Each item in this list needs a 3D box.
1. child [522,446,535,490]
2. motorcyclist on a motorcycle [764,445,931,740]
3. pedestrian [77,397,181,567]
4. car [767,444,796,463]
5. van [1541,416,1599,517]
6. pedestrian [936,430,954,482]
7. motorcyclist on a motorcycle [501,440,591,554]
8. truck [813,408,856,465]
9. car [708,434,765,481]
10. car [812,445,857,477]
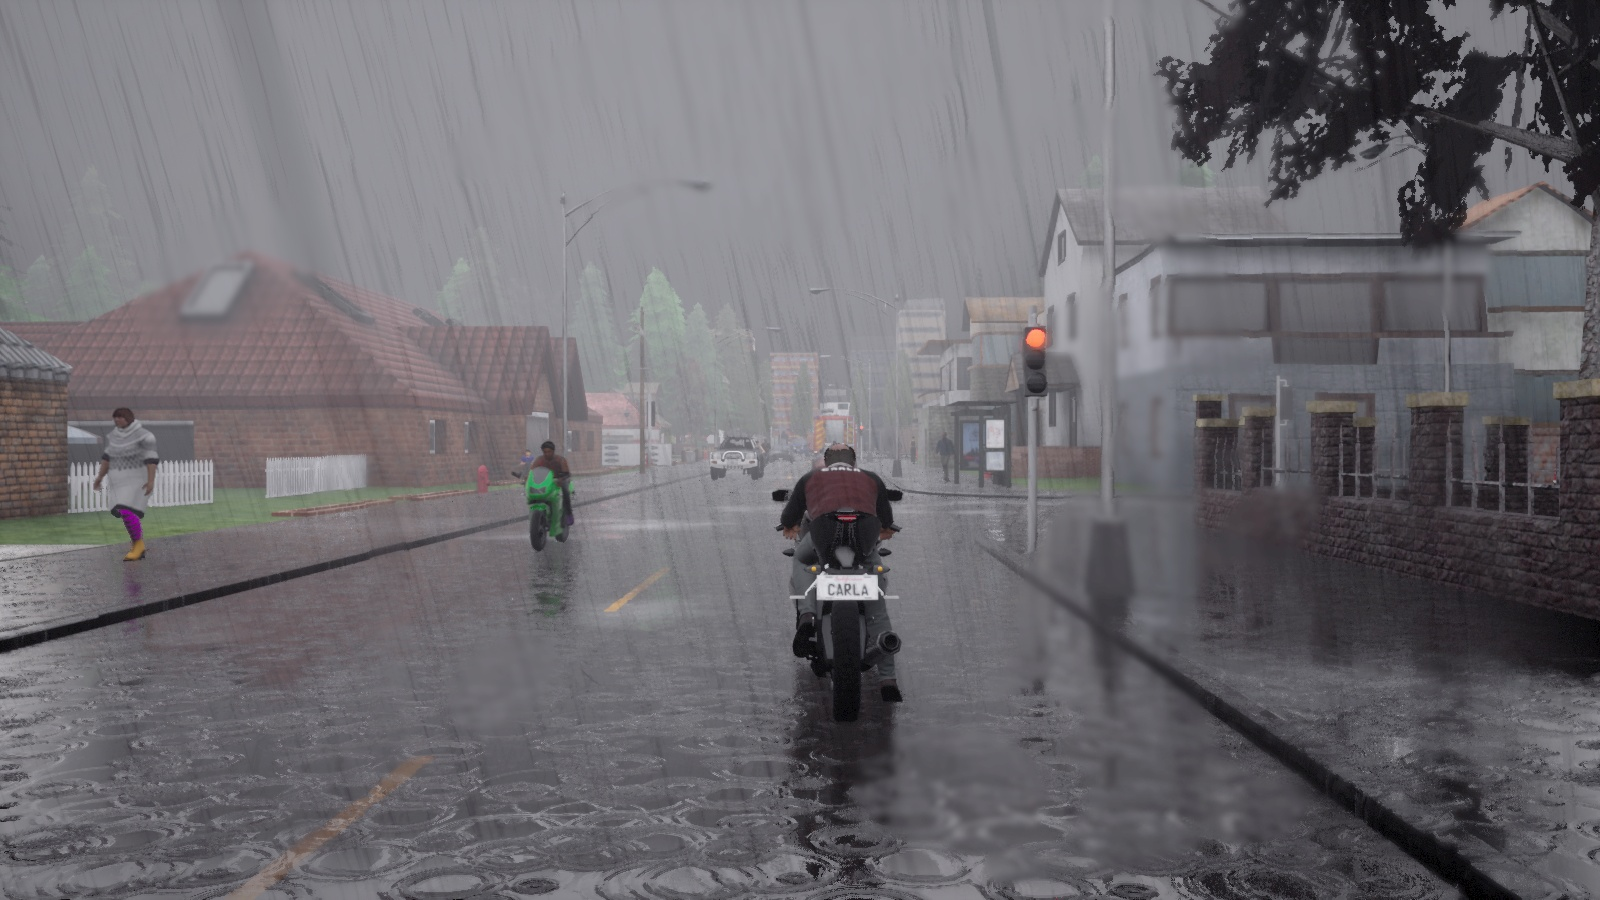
[{"bbox_3d":[-7.890,0.524,36.481,0.270,1.263,0.437,0,0,0],"label":"child"},{"bbox_3d":[0.244,0.739,7.623,0.866,1.530,2.191,0,0,0],"label":"motorcyclist on a motorcycle"},{"bbox_3d":[-7.940,0.365,14.890,0.659,1.952,0.873,0,0,15],"label":"pedestrian"},{"bbox_3d":[-1.370,0.253,95.680,2.033,1.411,5.357,0,0,2],"label":"car"},{"bbox_3d":[18.371,0.336,26.301,4.480,2.038,2.069,0,0,-1],"label":"van"},{"bbox_3d":[5.169,0.208,44.746,0.402,1.842,0.726,0,0,26],"label":"pedestrian"},{"bbox_3d":[-3.566,0.625,17.833,0.797,1.523,2.044,0,0,2],"label":"motorcyclist on a motorcycle"},{"bbox_3d":[2.443,-0.918,88.847,2.891,3.827,8.468,0,0,1],"label":"truck"},{"bbox_3d":[-2.569,0.268,52.005,1.932,1.855,4.605,0,0,2],"label":"car"},{"bbox_3d":[1.565,0.489,57.162,1.994,1.385,4.181,0,0,2],"label":"car"}]
